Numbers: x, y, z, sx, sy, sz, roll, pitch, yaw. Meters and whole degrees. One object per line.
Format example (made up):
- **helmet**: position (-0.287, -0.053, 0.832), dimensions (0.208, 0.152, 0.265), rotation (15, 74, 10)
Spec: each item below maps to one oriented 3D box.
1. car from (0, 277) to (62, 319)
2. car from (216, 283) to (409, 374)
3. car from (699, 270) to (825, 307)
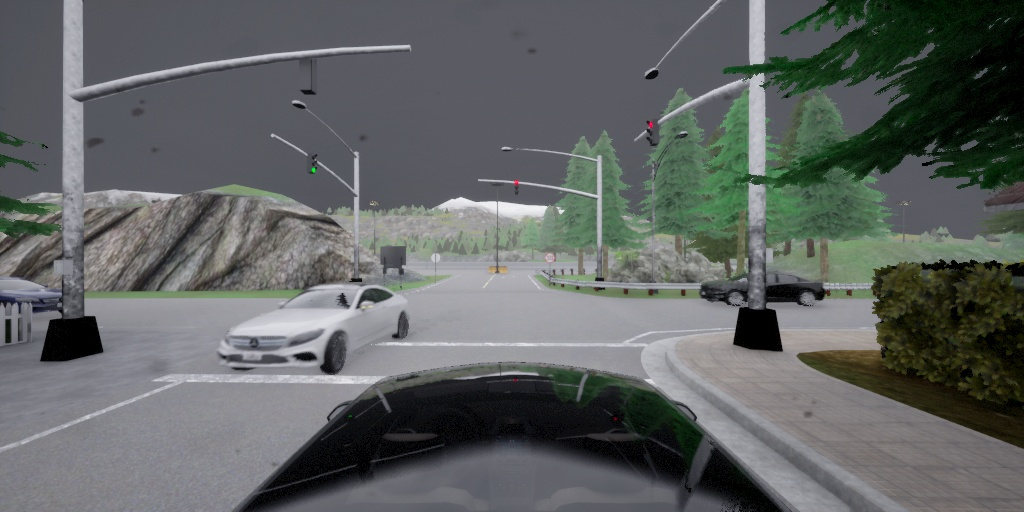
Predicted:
- **car**: position (-18.276, 1.467, 12.714), dimensions (4.674, 1.442, 1.812), rotation (0, 0, 0)
- **car**: position (-3.721, 1.323, 7.740), dimensions (1.812, 1.442, 4.674), rotation (-1, -2, 5)
- **car**: position (11.191, 1.419, 16.244), dimensions (5.008, 1.535, 1.882), rotation (0, 0, 0)
